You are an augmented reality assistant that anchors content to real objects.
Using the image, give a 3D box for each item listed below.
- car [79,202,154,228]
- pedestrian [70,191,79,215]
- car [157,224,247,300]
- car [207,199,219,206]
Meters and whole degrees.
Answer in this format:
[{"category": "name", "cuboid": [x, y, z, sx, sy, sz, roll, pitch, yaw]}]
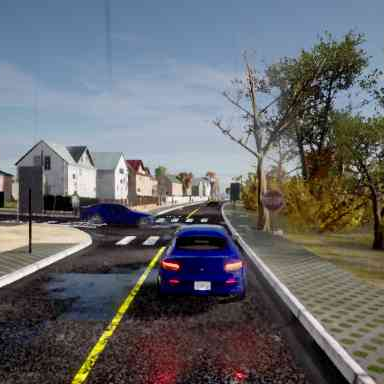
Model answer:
[{"category": "car", "cuboid": [-4.737, 1.430, 21.175, 4.674, 1.442, 1.812, 5, 0, -16]}, {"category": "pedestrian", "cuboid": [-9.155, 0.800, 25.997, 0.375, 1.860, 0.375, 0, -3, 1]}, {"category": "car", "cuboid": [0.225, 1.532, 8.310, 1.812, 1.442, 4.674, 0, 0, 1]}, {"category": "car", "cuboid": [3.843, 1.827, 59.474, 1.895, 1.301, 4.718, 0, 0, 7]}]
